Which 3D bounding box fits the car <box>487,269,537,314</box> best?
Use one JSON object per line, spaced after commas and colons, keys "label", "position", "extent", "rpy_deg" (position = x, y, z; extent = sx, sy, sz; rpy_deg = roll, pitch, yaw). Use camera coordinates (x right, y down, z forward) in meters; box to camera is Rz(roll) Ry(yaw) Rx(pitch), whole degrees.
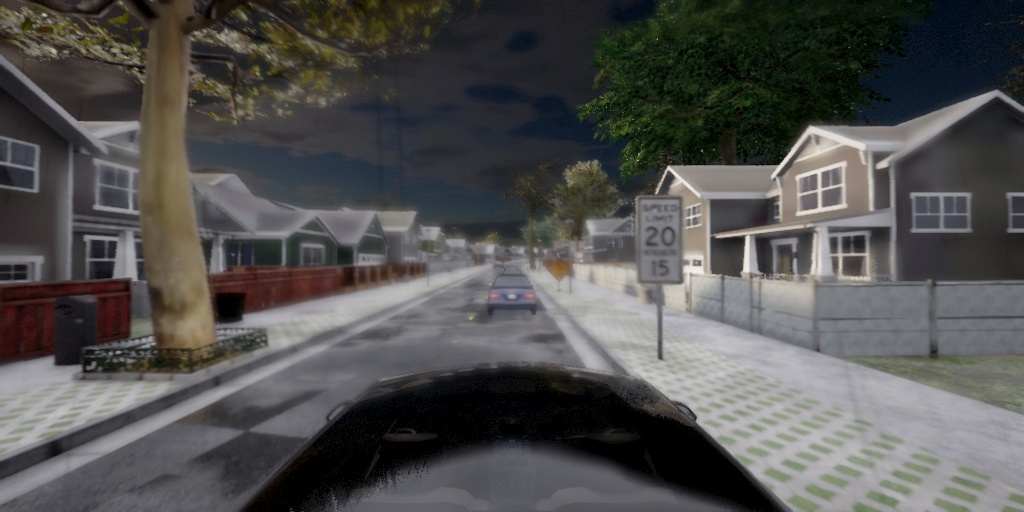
{"label": "car", "position": [0.010, 1.412, 14.394], "extent": [2.033, 1.411, 5.357], "rpy_deg": [0, 0, 0]}

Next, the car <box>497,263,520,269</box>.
{"label": "car", "position": [0.025, 1.544, 30.298], "extent": [1.994, 1.385, 4.181], "rpy_deg": [0, 0, 0]}

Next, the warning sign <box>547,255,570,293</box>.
{"label": "warning sign", "position": [2.520, 1.018, 19.097], "extent": [1.300, 1.860, 1.060], "rpy_deg": [0, 0, 0]}
